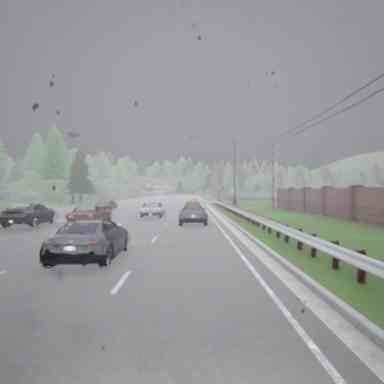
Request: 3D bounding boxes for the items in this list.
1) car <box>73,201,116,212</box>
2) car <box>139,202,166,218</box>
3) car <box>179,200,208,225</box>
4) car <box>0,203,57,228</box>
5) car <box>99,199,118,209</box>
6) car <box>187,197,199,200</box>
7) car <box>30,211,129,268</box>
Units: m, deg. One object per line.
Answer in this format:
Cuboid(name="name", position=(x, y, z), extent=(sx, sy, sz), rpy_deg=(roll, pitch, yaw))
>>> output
Cuboid(name="car", position=(-6.914, 1.557, 22.855), extent=(1.895, 1.301, 4.718), rpy_deg=(0, 0, 0))
Cuboid(name="car", position=(-3.419, 1.544, 29.560), extent=(1.895, 1.301, 4.718), rpy_deg=(0, 0, 0))
Cuboid(name="car", position=(0.086, 1.519, 23.523), extent=(1.994, 1.385, 4.181), rpy_deg=(0, 0, 0))
Cuboid(name="car", position=(-10.414, 1.462, 21.572), extent=(1.837, 1.490, 4.892), rpy_deg=(0, 0, 0))
Cuboid(name="car", position=(-10.426, 1.487, 40.480), extent=(1.994, 1.385, 4.181), rpy_deg=(0, 0, 0))
Cuboid(name="car", position=(0.075, 1.399, 41.595), extent=(1.882, 1.535, 5.008), rpy_deg=(0, 0, 0))
Cuboid(name="car", position=(-3.406, 1.542, 11.260), extent=(1.994, 1.385, 4.181), rpy_deg=(0, 0, 0))
